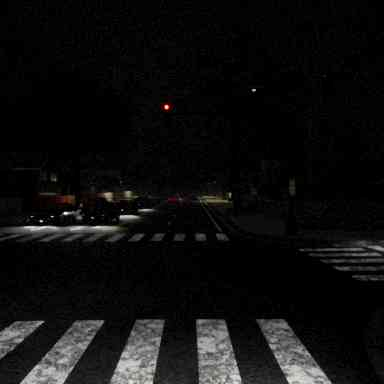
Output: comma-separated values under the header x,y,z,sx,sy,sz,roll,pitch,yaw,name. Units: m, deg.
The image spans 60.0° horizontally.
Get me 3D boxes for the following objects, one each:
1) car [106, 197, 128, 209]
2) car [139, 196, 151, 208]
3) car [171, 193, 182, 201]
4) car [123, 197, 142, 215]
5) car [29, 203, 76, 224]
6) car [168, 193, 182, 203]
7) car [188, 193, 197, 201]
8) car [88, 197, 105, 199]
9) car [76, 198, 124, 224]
x,y,z,sx,sy,sz,roll,pitch,yaw,name
-9.817,1.432,43.800,1.895,1.301,4.718,0,1,0,car
-6.565,1.336,43.747,1.837,1.490,4.892,0,1,0,car
-3.114,0.938,67.733,2.128,1.511,4.902,0,1,0,car
-6.578,1.499,33.343,1.994,1.385,4.181,0,0,0,car
-9.838,1.511,24.369,2.033,1.411,5.357,0,0,0,car
-3.120,1.211,57.748,1.895,1.301,4.718,0,1,0,car
0.139,0.935,67.041,1.882,1.535,5.008,0,1,0,car
-9.830,1.285,33.753,2.097,1.767,4.553,0,0,0,car
-6.586,1.468,24.446,1.837,1.490,4.892,0,0,0,car
